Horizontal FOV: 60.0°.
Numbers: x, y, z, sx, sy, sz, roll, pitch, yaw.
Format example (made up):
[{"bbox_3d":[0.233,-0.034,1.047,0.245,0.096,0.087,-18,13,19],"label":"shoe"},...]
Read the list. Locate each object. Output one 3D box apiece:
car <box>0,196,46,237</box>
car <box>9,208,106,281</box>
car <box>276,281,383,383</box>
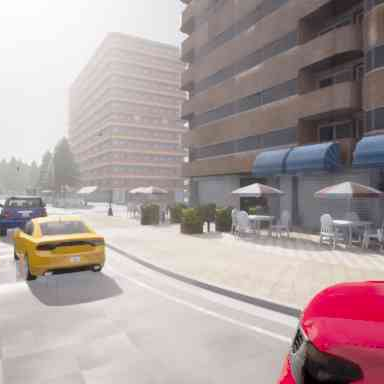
[{"bbox_3d":[-9.380,1.221,18.541,2.150,2.045,5.566,0,0,-29],"label":"car"},{"bbox_3d":[-4.196,1.478,10.117,1.882,1.535,5.008,0,0,-33],"label":"car"},{"bbox_3d":[3.314,1.220,1.749,5.566,2.045,2.150,0,0,33],"label":"car"}]
